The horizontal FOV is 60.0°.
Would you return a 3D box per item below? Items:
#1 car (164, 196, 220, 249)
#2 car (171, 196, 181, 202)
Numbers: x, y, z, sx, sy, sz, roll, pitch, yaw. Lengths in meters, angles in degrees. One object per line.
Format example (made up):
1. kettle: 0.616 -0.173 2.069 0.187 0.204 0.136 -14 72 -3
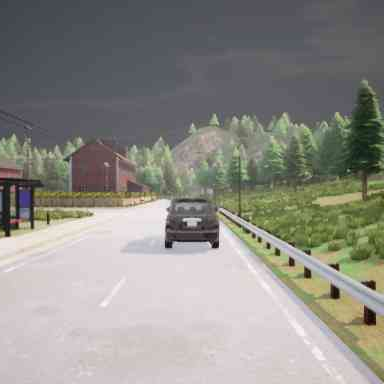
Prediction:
1. car: 0.000 1.255 14.680 2.150 2.045 5.566 0 0 0
2. car: -3.500 1.540 73.934 1.895 1.301 4.718 0 0 0
